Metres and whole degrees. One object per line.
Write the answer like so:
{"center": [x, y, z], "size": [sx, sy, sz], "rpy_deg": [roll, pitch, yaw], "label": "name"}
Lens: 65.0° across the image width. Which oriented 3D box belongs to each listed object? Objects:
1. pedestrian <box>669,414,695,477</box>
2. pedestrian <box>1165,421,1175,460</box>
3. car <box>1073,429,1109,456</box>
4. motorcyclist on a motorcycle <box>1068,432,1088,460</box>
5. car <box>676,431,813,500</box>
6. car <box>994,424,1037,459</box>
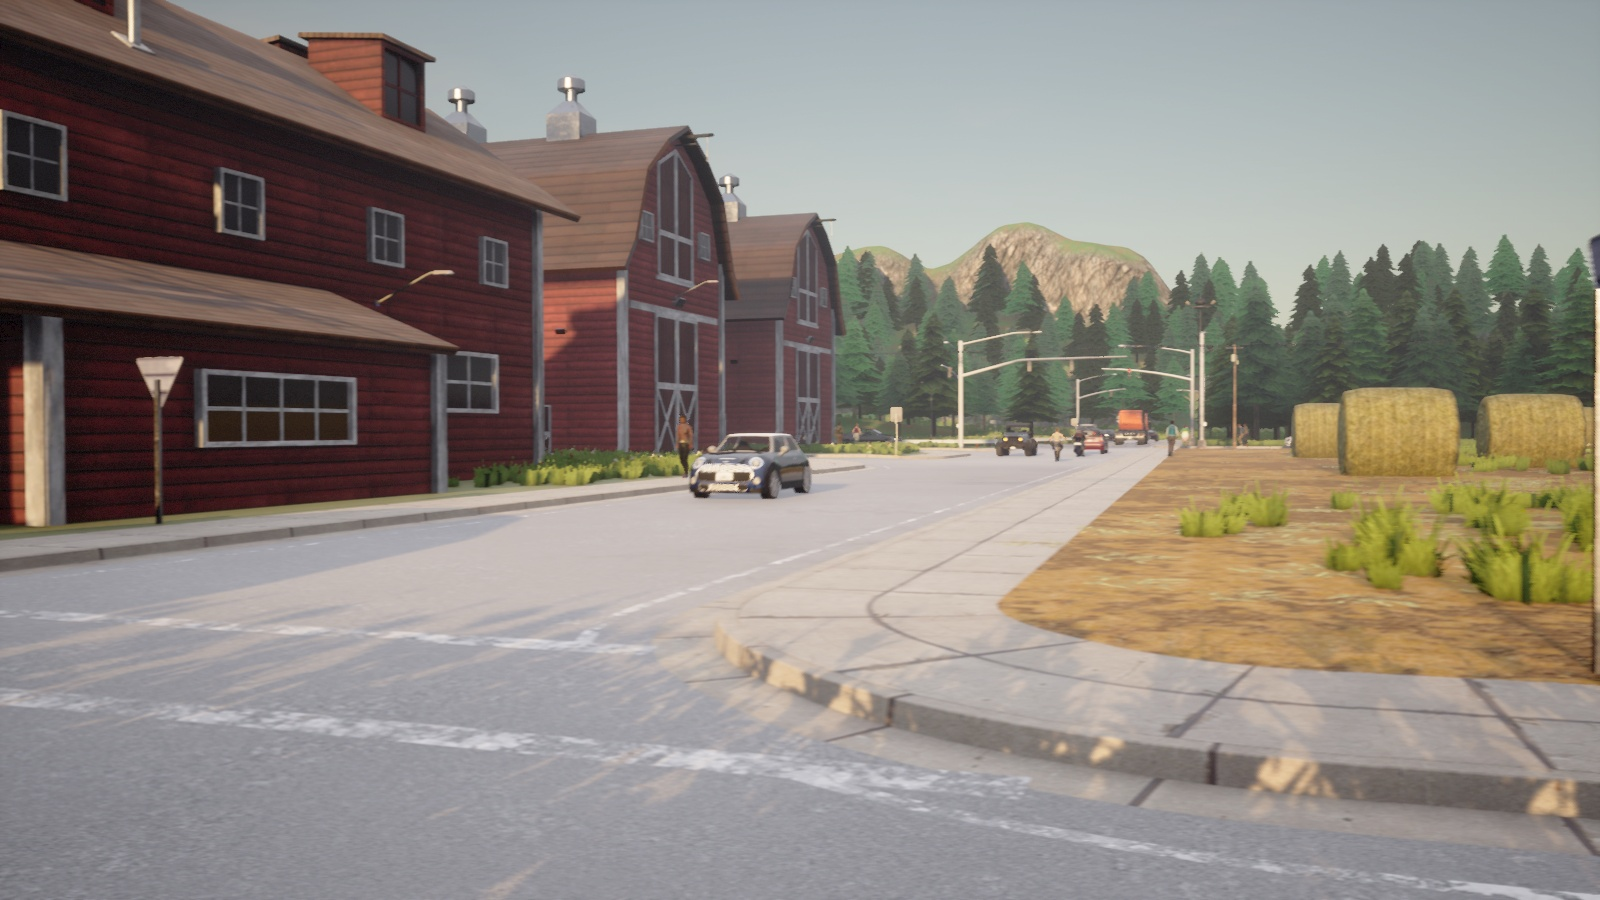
{"center": [-3.428, -0.138, 36.520], "size": [0.328, 1.805, 0.869], "rpy_deg": [1, 1, 27], "label": "pedestrian"}
{"center": [18.416, -0.470, 62.461], "size": [0.396, 1.930, 0.692], "rpy_deg": [1, 1, 23], "label": "pedestrian"}
{"center": [18.080, -0.485, 77.954], "size": [1.851, 1.617, 3.988], "rpy_deg": [1, 1, 18], "label": "car"}
{"center": [15.455, -0.223, 69.757], "size": [0.866, 1.530, 2.191], "rpy_deg": [1, 1, 18], "label": "motorcyclist on a motorcycle"}
{"center": [-1.203, 0.295, 29.166], "size": [1.970, 1.475, 3.806], "rpy_deg": [1, 1, 18], "label": "car"}
{"center": [12.243, -0.497, 71.194], "size": [1.905, 1.878, 3.866], "rpy_deg": [1, 1, 18], "label": "car"}
